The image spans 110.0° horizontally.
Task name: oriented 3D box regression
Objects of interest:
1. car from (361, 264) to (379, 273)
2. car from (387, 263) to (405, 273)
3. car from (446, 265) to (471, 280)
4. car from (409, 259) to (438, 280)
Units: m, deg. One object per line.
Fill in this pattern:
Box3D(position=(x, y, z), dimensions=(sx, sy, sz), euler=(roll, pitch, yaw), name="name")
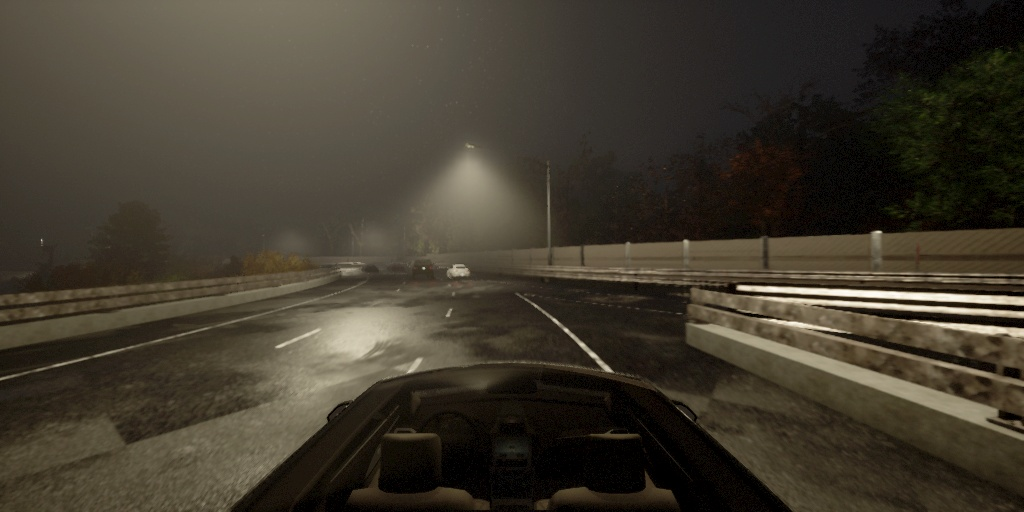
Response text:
Box3D(position=(-22.646, 1.992, 57.170), dimensions=(1.994, 1.385, 4.181), euler=(0, -1, -32), name="car")
Box3D(position=(-18.627, 1.868, 57.357), dimensions=(1.882, 1.535, 5.008), euler=(0, -1, -31), name="car")
Box3D(position=(-5.437, 1.613, 36.248), dimensions=(1.812, 1.442, 4.674), euler=(0, -1, -19), name="car")
Box3D(position=(-9.626, 1.364, 37.937), dimensions=(2.150, 2.045, 5.566), euler=(0, -1, -20), name="car")
